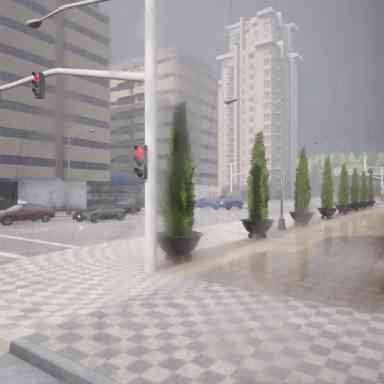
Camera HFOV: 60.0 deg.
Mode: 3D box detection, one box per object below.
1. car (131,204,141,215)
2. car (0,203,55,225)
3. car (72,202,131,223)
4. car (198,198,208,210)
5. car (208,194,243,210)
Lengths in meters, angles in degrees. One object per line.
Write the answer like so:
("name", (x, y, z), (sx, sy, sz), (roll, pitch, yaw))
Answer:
("car", (-7.234, 1.656, 32.282), (1.895, 1.301, 4.718), (0, 0, 35))
("car", (-12.475, 1.581, 24.627), (1.812, 1.442, 4.674), (0, 0, 34))
("car", (-7.206, 1.619, 26.147), (1.994, 1.385, 4.181), (0, 0, 35))
("car", (1.697, 1.533, 45.237), (1.882, 1.535, 5.008), (0, 0, 35))
("car", (4.741, 1.276, 43.488), (2.150, 2.045, 5.566), (0, 0, 34))
